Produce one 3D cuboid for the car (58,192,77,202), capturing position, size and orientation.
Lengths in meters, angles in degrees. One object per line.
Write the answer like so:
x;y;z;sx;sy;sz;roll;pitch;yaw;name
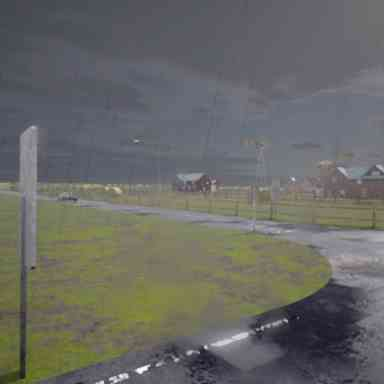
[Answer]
-18.704;0.717;49.896;1.994;1.385;4.181;1;1;-36;car
